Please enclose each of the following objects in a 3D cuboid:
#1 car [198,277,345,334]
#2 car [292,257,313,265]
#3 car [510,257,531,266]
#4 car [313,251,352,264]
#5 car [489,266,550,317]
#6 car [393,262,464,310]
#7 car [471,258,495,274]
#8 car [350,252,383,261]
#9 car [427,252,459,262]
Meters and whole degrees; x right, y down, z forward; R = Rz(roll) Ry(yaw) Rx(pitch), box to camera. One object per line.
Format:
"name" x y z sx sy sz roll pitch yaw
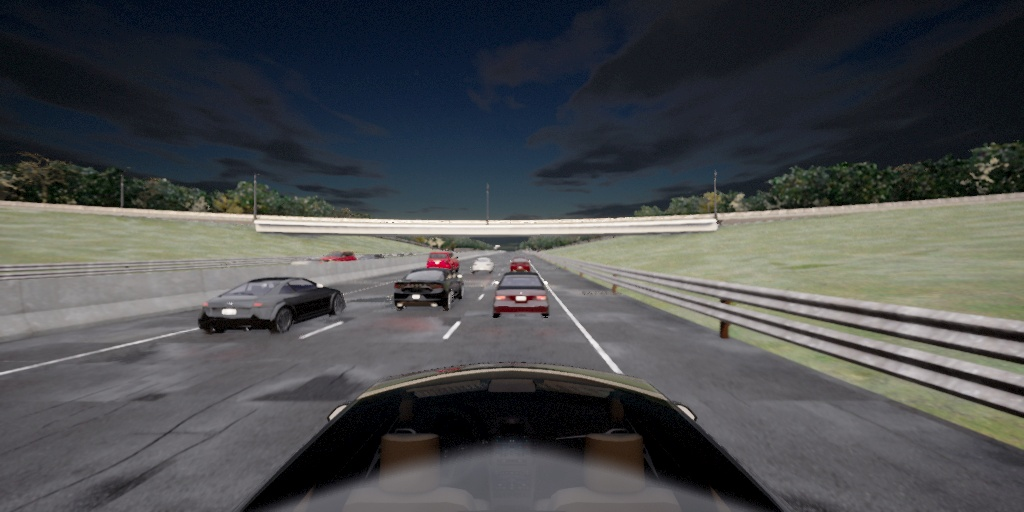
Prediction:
"car" -6.730 1.295 10.591 1.994 1.385 4.181 0 0 1
"car" -23.742 0.835 42.286 1.895 1.301 4.718 0 1 1
"car" 0.793 0.841 34.976 1.882 1.535 5.008 0 1 1
"car" -20.254 0.462 41.844 2.150 2.045 5.566 0 1 1
"car" 0.327 1.260 12.968 2.033 1.411 5.357 0 0 2
"car" -3.147 1.180 14.423 1.882 1.535 5.008 0 1 1
"car" -2.712 0.897 34.661 1.812 1.442 4.674 0 1 1
"car" -16.740 0.584 42.284 2.097 1.767 4.553 0 1 1
"car" -6.254 0.630 32.830 2.150 2.045 5.566 0 1 1
